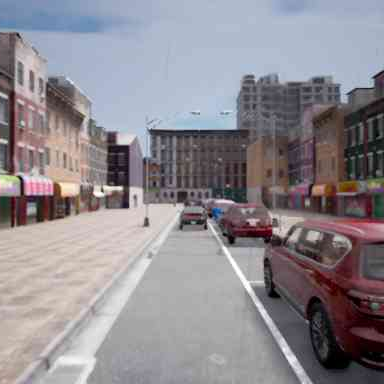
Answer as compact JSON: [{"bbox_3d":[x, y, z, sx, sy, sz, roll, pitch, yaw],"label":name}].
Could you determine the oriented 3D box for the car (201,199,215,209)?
[{"bbox_3d":[2.606,1.957,55.037,1.967,1.590,4.097,0,-1,0],"label":"car"}]

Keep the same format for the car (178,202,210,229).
[{"bbox_3d":[0.087,1.726,23.451,1.837,1.490,4.892,0,-1,0],"label":"car"}]

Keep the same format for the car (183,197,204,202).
[{"bbox_3d":[0.081,1.609,41.253,2.150,2.045,5.566,0,-1,0],"label":"car"}]

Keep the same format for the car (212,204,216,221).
[{"bbox_3d":[2.623,1.760,22.184,2.008,1.369,4.403,0,-1,0],"label":"car"}]

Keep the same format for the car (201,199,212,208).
[{"bbox_3d":[2.603,2.095,60.682,1.752,1.417,4.829,0,-1,0],"label":"car"}]

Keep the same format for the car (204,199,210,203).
[{"bbox_3d":[2.617,1.627,33.137,2.192,1.841,5.009,0,-1,0],"label":"car"}]

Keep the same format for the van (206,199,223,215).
[{"bbox_3d":[2.614,1.704,38.612,1.690,1.788,3.998,0,-1,0],"label":"van"}]

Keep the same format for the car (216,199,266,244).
[{"bbox_3d":[2.625,1.473,16.711,2.192,1.841,5.009,0,-1,0],"label":"car"}]

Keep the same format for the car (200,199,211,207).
[{"bbox_3d":[2.600,2.170,65.987,2.008,1.369,4.403,0,-1,0],"label":"car"}]

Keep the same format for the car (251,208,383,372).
[{"bbox_3d":[2.630,1.370,5.759,2.192,1.841,5.009,0,-1,0],"label":"car"}]

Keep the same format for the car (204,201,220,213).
[{"bbox_3d":[2.612,1.941,44.256,1.752,1.417,4.829,0,-1,0],"label":"car"}]

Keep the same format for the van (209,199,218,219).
[{"bbox_3d":[2.620,1.602,27.661,1.690,1.788,3.998,0,-1,0],"label":"van"}]
